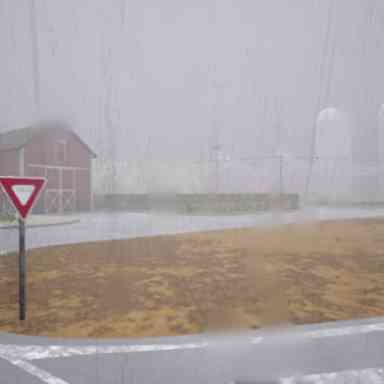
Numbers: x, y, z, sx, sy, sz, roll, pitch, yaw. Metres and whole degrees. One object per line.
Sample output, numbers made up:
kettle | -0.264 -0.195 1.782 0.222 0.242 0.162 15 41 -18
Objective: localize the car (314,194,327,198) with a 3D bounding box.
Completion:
car | 33.308 1.749 84.530 2.242 1.667 4.611 0 0 35
